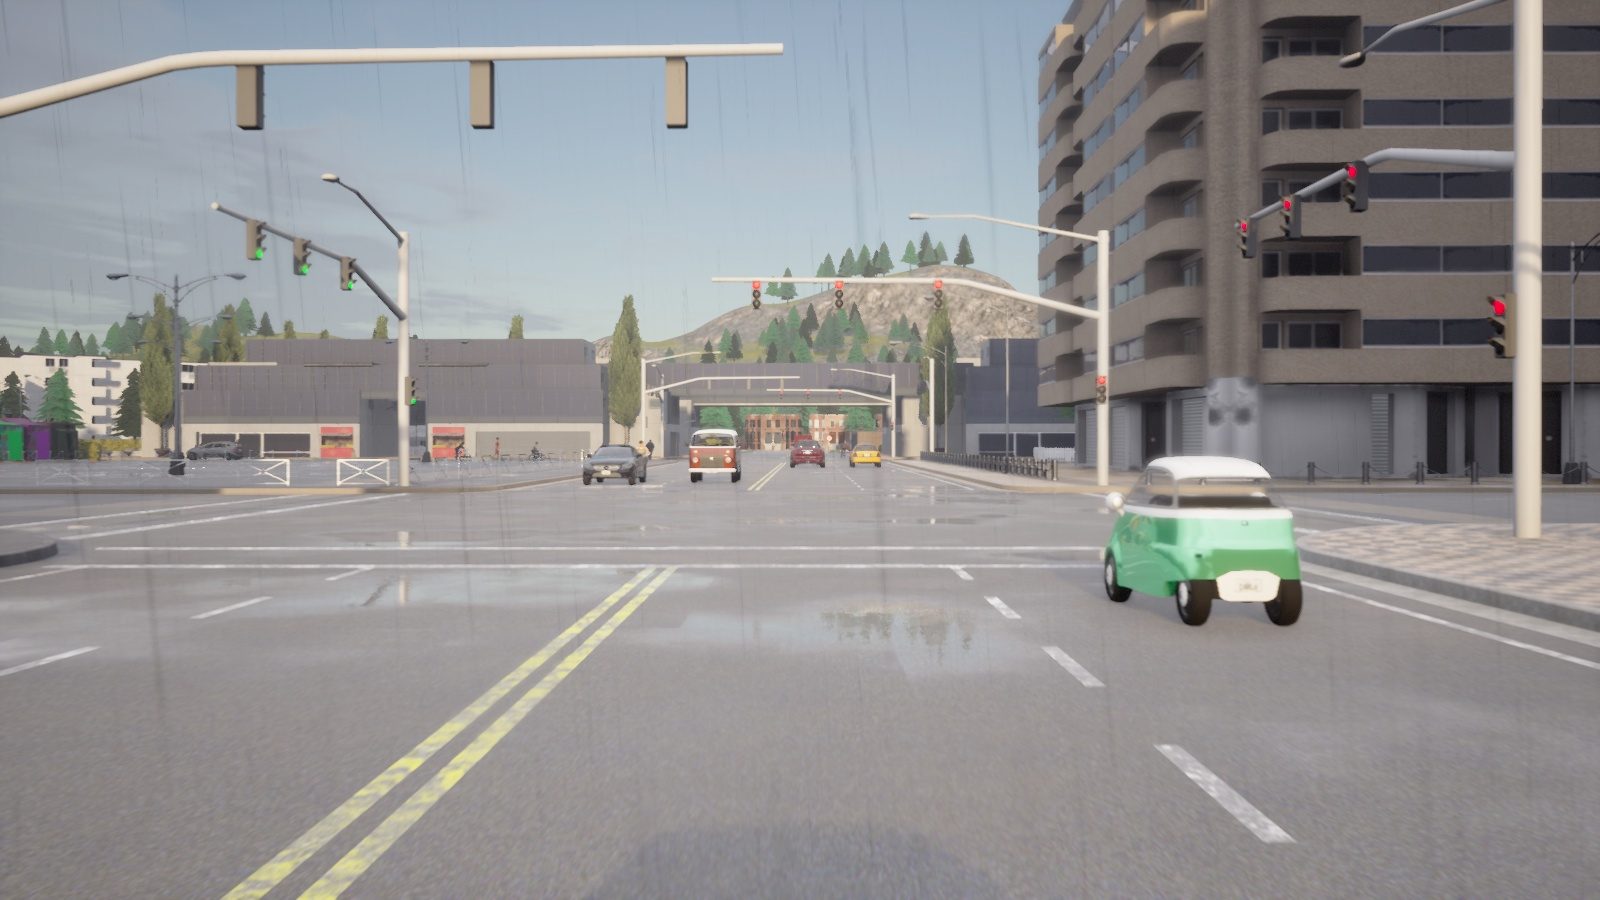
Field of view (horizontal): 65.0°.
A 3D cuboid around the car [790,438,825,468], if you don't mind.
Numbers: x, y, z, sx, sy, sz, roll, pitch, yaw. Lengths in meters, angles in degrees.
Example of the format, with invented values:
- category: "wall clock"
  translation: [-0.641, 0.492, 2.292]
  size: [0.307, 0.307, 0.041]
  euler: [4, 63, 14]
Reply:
- category: "car"
  translation: [0.458, 0.173, 76.888]
  size: [2.097, 1.767, 4.553]
  euler: [0, 0, 0]

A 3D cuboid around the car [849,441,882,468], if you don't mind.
- category: "car"
  translation: [3.956, 0.257, 76.550]
  size: [1.801, 1.575, 5.366]
  euler: [0, 0, 0]

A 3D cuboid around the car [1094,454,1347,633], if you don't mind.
- category: "car"
  translation: [3.579, 0.742, 11.015]
  size: [1.481, 1.376, 2.207]
  euler: [0, 1, 0]

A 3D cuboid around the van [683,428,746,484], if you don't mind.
- category: "van"
  translation: [-3.209, 0.198, 47.824]
  size: [2.069, 2.038, 4.480]
  euler: [0, 0, 0]

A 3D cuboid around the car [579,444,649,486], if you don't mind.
- category: "car"
  translation: [-6.721, 0.509, 45.829]
  size: [1.812, 1.442, 4.674]
  euler: [0, 0, 0]
